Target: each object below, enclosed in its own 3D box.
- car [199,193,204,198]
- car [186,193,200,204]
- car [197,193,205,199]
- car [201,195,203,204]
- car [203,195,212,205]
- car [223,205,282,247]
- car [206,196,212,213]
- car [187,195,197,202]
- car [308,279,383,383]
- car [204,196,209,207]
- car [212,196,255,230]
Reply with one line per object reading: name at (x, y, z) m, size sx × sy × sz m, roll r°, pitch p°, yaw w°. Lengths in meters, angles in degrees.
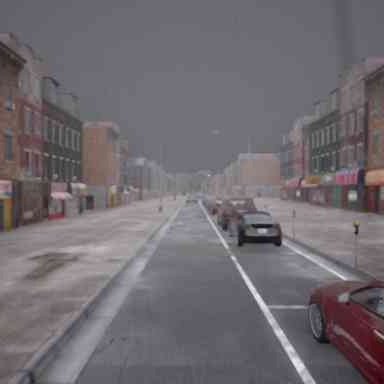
car at (2.614, 1.215, 52.737) m, size 1.967 × 1.590 × 4.097 m, roll 0°, pitch 0°, yaw 0°
car at (-0.021, 1.328, 58.304) m, size 1.994 × 1.385 × 4.181 m, roll 0°, pitch 0°, yaw 0°
car at (2.596, 1.200, 95.547) m, size 1.967 × 1.590 × 4.097 m, roll -1°, pitch 0°, yaw 0°
car at (2.617, 1.371, 47.271) m, size 1.802 × 1.307 × 4.206 m, roll 0°, pitch 0°, yaw 0°
car at (2.619, 1.330, 41.974) m, size 1.752 × 1.417 × 4.829 m, roll 0°, pitch 0°, yaw 0°
car at (2.630, 1.481, 14.469) m, size 1.947 × 1.339 × 4.313 m, roll 0°, pitch 0°, yaw 0°
car at (2.623, 1.386, 30.870) m, size 1.887 × 1.381 × 4.507 m, roll 0°, pitch 0°, yaw 0°
car at (-0.025, 1.284, 68.142) m, size 2.033 × 1.411 × 5.357 m, roll 0°, pitch 0°, yaw 0°
car at (2.634, 1.559, 3.536) m, size 1.802 × 1.307 × 4.206 m, roll 0°, pitch 0°, yaw 0°
car at (2.621, 1.388, 36.337) m, size 1.947 × 1.339 × 4.313 m, roll 0°, pitch 0°, yaw 0°
car at (2.627, 1.203, 19.934) m, size 2.192 × 1.841 × 5.009 m, roll 0°, pitch 0°, yaw 0°
